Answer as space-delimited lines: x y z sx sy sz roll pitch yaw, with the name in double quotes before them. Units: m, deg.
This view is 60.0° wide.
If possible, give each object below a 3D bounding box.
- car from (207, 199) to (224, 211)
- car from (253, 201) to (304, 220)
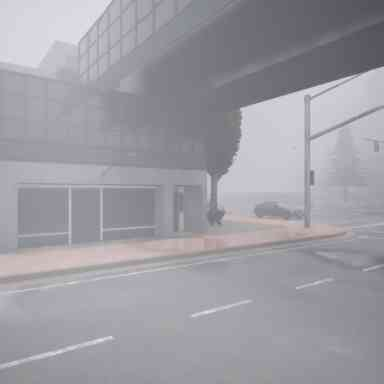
"car" 1.494 1.491 36.481 2.128 1.511 4.902 0 0 -36
"car" 7.300 1.526 28.418 1.812 1.442 4.674 0 0 -36
